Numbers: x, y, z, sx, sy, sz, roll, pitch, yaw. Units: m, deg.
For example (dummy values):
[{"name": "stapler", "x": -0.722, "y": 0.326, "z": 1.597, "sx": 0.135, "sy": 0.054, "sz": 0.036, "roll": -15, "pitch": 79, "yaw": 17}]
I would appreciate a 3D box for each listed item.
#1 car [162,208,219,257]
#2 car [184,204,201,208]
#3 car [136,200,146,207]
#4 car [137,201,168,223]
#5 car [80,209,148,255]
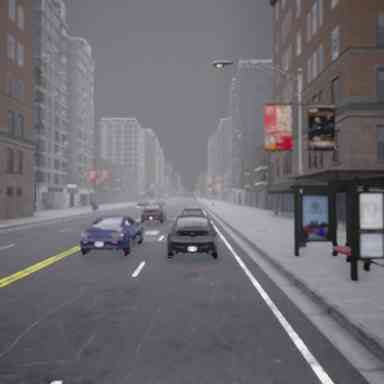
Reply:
[{"name": "car", "x": 0.032, "y": 1.647, "z": 13.499, "sx": 1.837, "sy": 1.490, "sz": 4.892, "roll": 0, "pitch": 0, "yaw": 1}, {"name": "car", "x": 0.043, "y": 1.790, "z": 28.503, "sx": 2.128, "sy": 1.511, "sz": 4.902, "roll": 0, "pitch": 0, "yaw": 1}, {"name": "car", "x": -9.710, "y": 2.252, "z": 65.642, "sx": 1.994, "sy": 1.385, "sz": 4.181, "roll": 0, "pitch": -1, "yaw": 0}, {"name": "car", "x": -3.207, "y": 1.804, "z": 28.509, "sx": 1.837, "sy": 1.490, "sz": 4.892, "roll": 0, "pitch": 0, "yaw": 0}, {"name": "car", "x": -3.212, "y": 1.670, "z": 13.905, "sx": 1.812, "sy": 1.442, "sz": 4.674, "roll": 0, "pitch": 0, "yaw": 1}]
